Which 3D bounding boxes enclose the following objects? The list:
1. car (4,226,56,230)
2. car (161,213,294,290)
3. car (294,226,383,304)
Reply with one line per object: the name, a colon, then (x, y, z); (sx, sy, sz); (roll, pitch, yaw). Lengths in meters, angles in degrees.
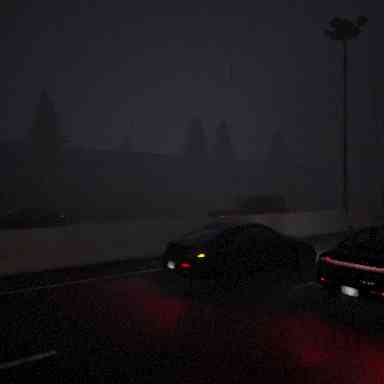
car: (-9.530, 1.517, 18.690); (4.674, 1.442, 1.812); (0, 0, -35)
car: (1.391, 1.506, 9.037); (4.674, 1.442, 1.812); (0, 0, -35)
car: (4.663, 1.466, 7.073); (4.902, 1.511, 2.128); (0, 0, -35)
